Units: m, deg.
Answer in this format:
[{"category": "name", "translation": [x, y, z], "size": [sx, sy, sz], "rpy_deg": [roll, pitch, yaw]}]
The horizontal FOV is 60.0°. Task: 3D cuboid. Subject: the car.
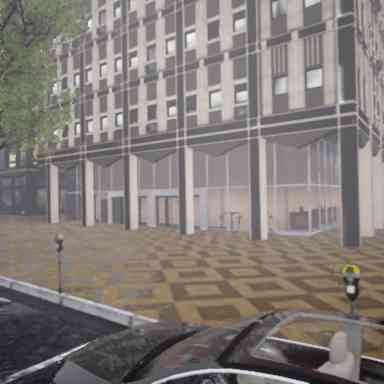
[{"category": "car", "translation": [0.716, 1.556, 2.222], "size": [4.403, 1.369, 2.008], "rpy_deg": [-1, -1, 36]}]
